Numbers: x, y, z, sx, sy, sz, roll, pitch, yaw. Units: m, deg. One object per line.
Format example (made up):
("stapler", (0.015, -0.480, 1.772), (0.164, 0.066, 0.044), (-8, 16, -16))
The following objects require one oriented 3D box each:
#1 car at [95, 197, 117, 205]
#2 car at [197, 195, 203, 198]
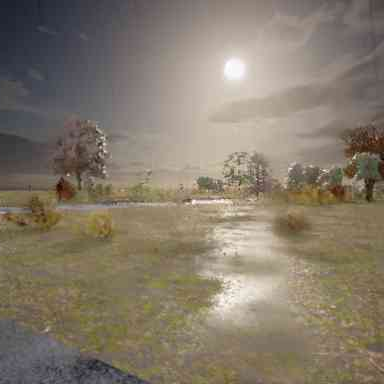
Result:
("car", (-15.880, 1.671, 61.842), (1.994, 1.385, 4.181), (0, 0, 34))
("car", (3.110, 1.662, 90.208), (1.882, 1.535, 5.008), (0, 0, 34))
